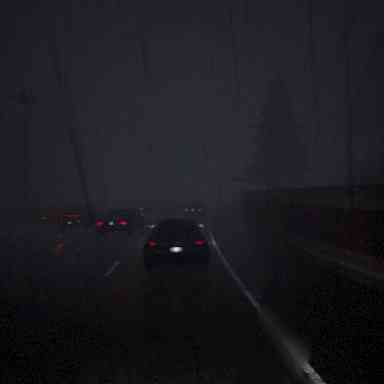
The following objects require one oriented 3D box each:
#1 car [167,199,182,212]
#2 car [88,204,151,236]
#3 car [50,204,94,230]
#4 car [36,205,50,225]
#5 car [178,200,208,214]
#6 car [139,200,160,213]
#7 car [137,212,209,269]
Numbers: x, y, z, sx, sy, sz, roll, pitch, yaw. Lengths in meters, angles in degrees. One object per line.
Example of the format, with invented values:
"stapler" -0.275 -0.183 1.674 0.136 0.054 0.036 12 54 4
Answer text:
"car" -1.686 1.615 40.490 1.882 1.535 5.008 -1 0 10
"car" -4.025 1.665 19.482 2.033 1.411 5.357 -1 0 2
"car" -7.347 1.672 22.732 2.128 1.511 4.902 -1 0 2
"car" -10.594 1.720 26.828 1.882 1.535 5.008 -1 0 4
"car" 0.388 1.627 31.584 2.033 1.411 5.357 -1 0 7
"car" -5.319 1.720 40.009 1.812 1.442 4.674 -1 0 10
"car" -0.514 1.603 11.411 1.994 1.385 4.181 -1 0 -2
